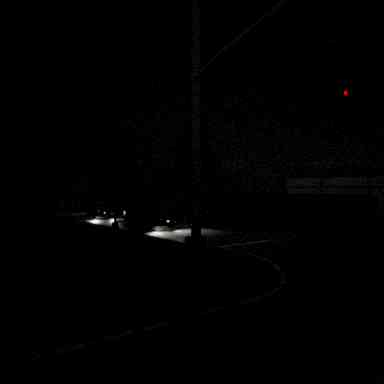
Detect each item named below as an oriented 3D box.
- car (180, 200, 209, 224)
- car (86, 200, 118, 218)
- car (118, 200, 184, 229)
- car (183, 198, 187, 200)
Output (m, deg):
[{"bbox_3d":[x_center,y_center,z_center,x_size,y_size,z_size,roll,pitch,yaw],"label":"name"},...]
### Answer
[{"bbox_3d":[-0.582,1.564,24.956,1.994,1.385,4.181,0,0,-36],"label":"car"},{"bbox_3d":[-8.378,1.505,30.099,1.837,1.490,4.892,0,0,-26],"label":"car"},{"bbox_3d":[-2.846,1.505,21.858,1.837,1.490,4.892,0,0,-36],"label":"car"},{"bbox_3d":[-0.001,1.547,45.145,5.357,1.411,2.033,0,0,-39],"label":"car"}]
